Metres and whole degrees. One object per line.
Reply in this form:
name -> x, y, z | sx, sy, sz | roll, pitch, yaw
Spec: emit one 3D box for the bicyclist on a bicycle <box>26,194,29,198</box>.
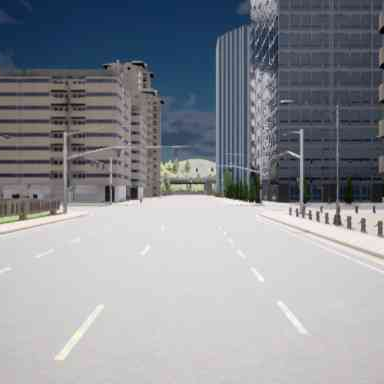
bicyclist on a bicycle -> -26.081, 1.218, 52.582 | 0.582, 1.620, 1.656 | 0, 0, 7
